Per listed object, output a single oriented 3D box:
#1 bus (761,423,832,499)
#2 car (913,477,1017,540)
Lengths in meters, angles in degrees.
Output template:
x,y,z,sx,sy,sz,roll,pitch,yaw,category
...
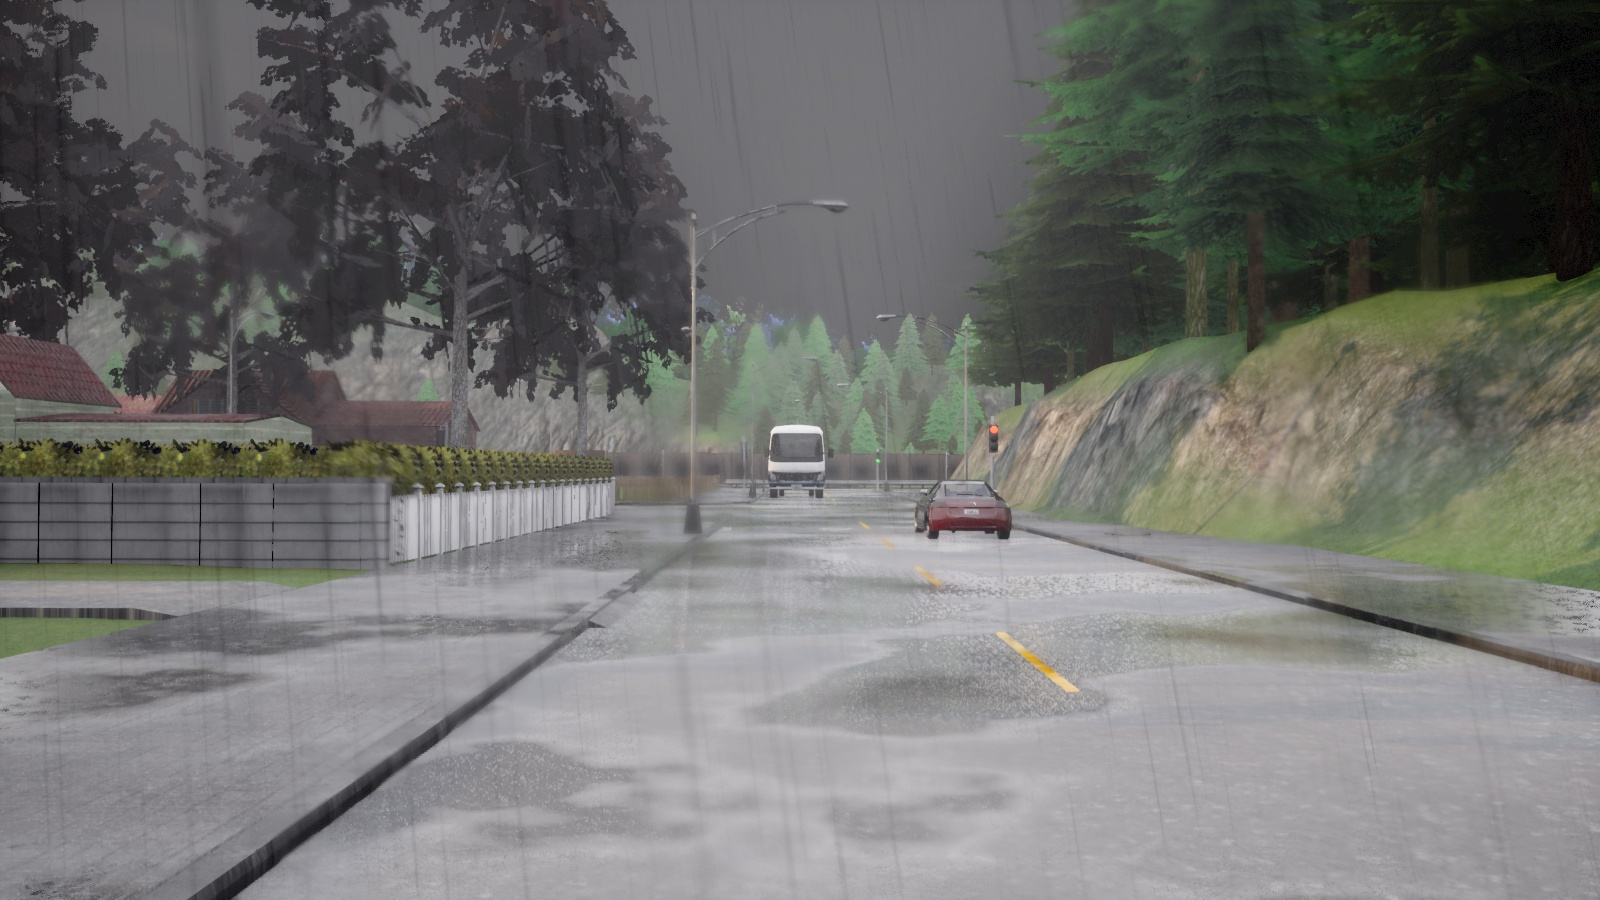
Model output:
x,y,z,sx,sy,sz,roll,pitch,yaw,category
-0.192,0.698,75.175,3.944,4.253,10.273,0,-1,0,bus
3.919,1.374,30.520,1.994,1.385,4.181,0,-1,0,car
